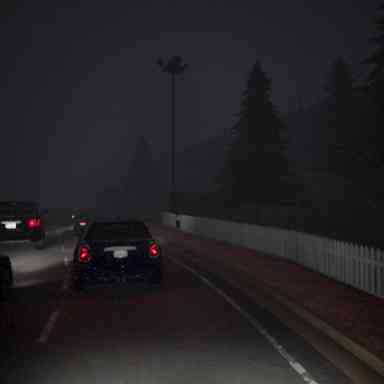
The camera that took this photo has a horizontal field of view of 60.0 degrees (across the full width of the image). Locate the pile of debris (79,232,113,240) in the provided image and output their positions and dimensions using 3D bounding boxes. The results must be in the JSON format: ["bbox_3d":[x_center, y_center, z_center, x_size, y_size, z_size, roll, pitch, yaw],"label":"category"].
[{"bbox_3d":[-5.194,2.366,17.882,1.500,0.140,1.860,0,-1,-23],"label":"pile of debris"}]

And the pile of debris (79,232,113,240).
[{"bbox_3d":[-5.194,2.366,17.882,1.500,0.140,1.860,0,-1,-23],"label":"pile of debris"}]

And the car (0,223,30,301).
[{"bbox_3d":[-4.544,1.557,5.513,2.128,1.511,4.902,0,-1,-12],"label":"car"}]

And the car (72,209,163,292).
[{"bbox_3d":[-2.252,1.454,9.602,2.097,1.767,4.553,0,-1,-17],"label":"car"}]

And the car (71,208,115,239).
[{"bbox_3d":[-6.191,1.766,20.259,2.033,1.411,5.357,0,-1,-23],"label":"car"}]

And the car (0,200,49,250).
[{"bbox_3d":[-7.758,1.388,14.896,2.150,2.045,5.566,0,-1,-22],"label":"car"}]
